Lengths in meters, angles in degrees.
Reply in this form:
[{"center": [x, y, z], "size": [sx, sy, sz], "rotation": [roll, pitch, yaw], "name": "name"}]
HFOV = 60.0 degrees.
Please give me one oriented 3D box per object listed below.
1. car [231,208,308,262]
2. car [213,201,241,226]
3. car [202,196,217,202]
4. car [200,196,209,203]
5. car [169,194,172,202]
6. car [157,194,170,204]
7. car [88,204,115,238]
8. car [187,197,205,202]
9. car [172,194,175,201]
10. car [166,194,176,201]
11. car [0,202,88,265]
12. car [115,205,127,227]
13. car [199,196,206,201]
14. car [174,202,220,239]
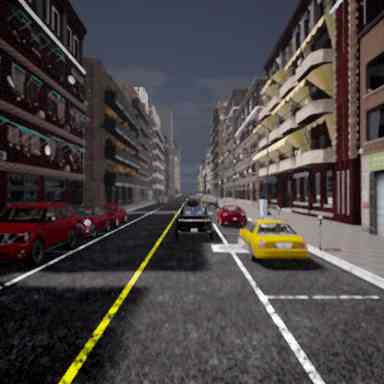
[{"center": [2.693, 1.534, 12.025], "size": [1.752, 1.417, 4.829], "rotation": [0, 0, 0], "name": "car"}, {"center": [2.693, 1.561, 23.127], "size": [1.887, 1.381, 4.507], "rotation": [0, 0, 0], "name": "car"}, {"center": [2.695, 1.581, 45.672], "size": [2.008, 1.369, 4.403], "rotation": [0, 0, 0], "name": "car"}, {"center": [2.697, 1.611, 73.853], "size": [1.947, 1.339, 4.313], "rotation": [0, 0, 0], "name": "car"}, {"center": [-5.684, 1.593, 68.222], "size": [2.008, 1.369, 4.403], "rotation": [0, 0, 0], "name": "car"}, {"center": [-5.684, 1.590, 62.585], "size": [2.008, 1.369, 4.403], "rotation": [0, 0, 0], "name": "car"}, {"center": [-5.687, 1.453, 17.495], "size": [1.967, 1.590, 4.097], "rotation": [0, 0, 0], "name": "car"}, {"center": [0.103, 1.550, 35.373], "size": [1.812, 1.442, 4.674], "rotation": [0, 0, 0], "name": "car"}, {"center": [-5.683, 1.593, 79.494], "size": [1.887, 1.381, 4.507], "rotation": [0, 0, 0], "name": "car"}, {"center": [-5.682, 1.369, 90.767], "size": [2.192, 1.841, 5.009], "rotation": [0, 0, 0], "name": "car"}, {"center": [-5.687, 1.324, 11.860], "size": [2.192, 1.841, 5.009], "rotation": [0, 0, 0], "name": "car"}, {"center": [-5.687, 1.561, 23.132], "size": [1.887, 1.381, 4.507], "rotation": [0, 0, 0], "name": "car"}, {"center": [2.698, 1.633, 85.126], "size": [1.802, 1.307, 4.206], "rotation": [0, 0, 0], "name": "car"}, {"center": [0.102, 1.504, 17.473], "size": [2.128, 1.511, 4.902], "rotation": [0, 0, 0], "name": "car"}]
